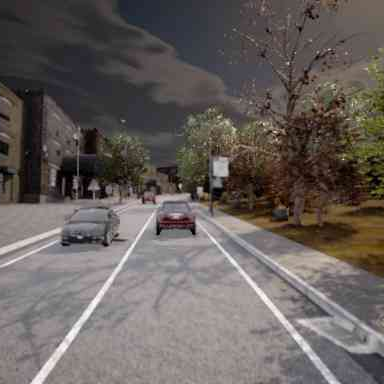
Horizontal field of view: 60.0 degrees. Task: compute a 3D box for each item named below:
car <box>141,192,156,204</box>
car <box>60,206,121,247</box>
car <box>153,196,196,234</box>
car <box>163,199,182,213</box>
[{"bbox_3d":[-7.197,0.980,55.602,2.150,2.045,5.566,0,0,-3],"label":"car"},{"bbox_3d":[-4.346,1.441,14.848,1.837,1.490,4.892,0,0,-4],"label":"car"},{"bbox_3d":[-0.947,1.287,18.966,2.097,1.767,4.553,0,0,-4],"label":"car"},{"bbox_3d":[-2.168,1.456,36.419,1.895,1.301,4.718,0,0,-4],"label":"car"}]
